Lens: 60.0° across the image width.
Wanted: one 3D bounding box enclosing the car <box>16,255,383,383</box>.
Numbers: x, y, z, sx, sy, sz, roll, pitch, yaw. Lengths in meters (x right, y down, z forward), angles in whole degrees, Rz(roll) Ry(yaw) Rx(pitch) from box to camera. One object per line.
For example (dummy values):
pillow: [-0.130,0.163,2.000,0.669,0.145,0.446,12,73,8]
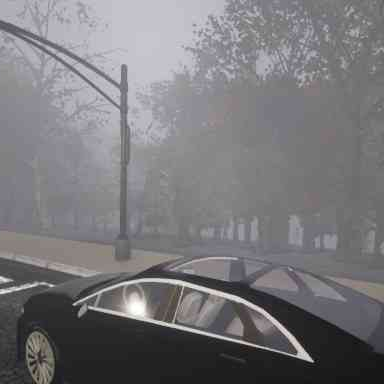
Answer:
car: [0.002,1.491,3.699,4.902,1.511,2.128,0,0,34]
